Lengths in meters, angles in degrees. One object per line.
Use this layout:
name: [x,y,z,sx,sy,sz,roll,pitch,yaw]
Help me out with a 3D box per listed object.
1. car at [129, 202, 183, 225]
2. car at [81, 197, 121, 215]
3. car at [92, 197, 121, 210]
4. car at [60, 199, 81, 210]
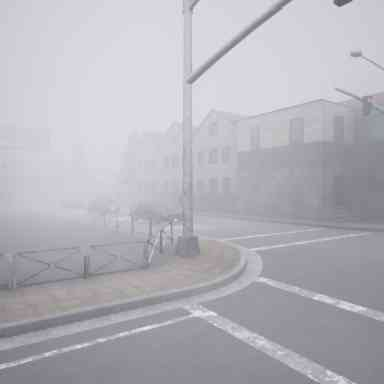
car: [-2.538,1.371,22.887,2.033,1.411,5.357,0,0,-35]
car: [-8.283,1.315,31.006,2.128,1.511,4.902,0,0,-35]
car: [-10.471,1.328,40.465,1.837,1.490,4.892,0,0,-35]
car: [-14.103,1.425,39.278,1.895,1.301,4.718,0,0,-35]
